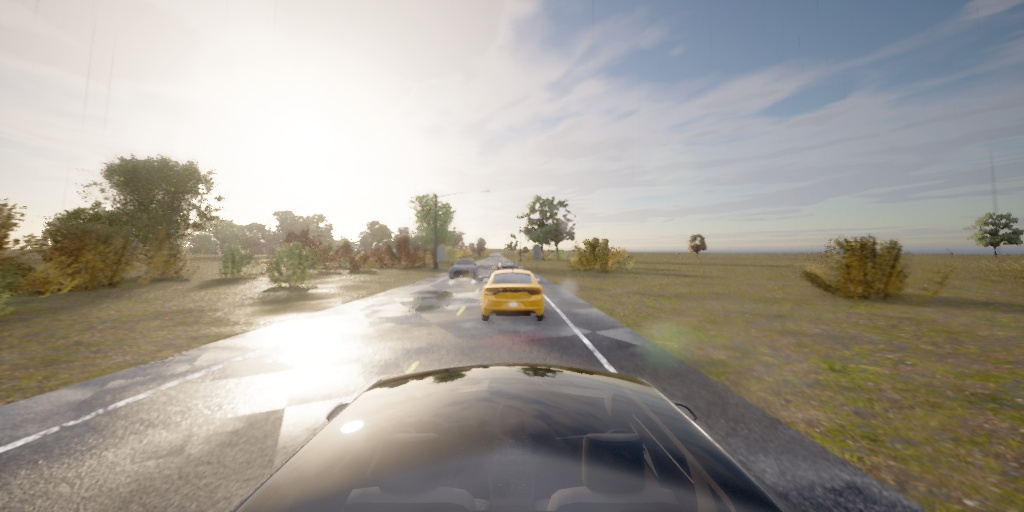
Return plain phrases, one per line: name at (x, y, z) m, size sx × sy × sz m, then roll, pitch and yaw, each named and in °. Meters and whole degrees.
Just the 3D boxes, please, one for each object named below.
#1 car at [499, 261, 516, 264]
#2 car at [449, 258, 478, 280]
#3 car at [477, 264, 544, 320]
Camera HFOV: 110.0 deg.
car at (-0.378, 1.162, 30.674) m, size 2.128 × 1.511 × 4.902 m, roll 0°, pitch 0°, yaw -2°
car at (-4.008, 1.025, 30.364) m, size 2.097 × 1.767 × 4.553 m, roll 0°, pitch 0°, yaw -1°
car at (0.011, 1.202, 12.537) m, size 1.882 × 1.535 × 5.008 m, roll 0°, pitch 0°, yaw -1°
